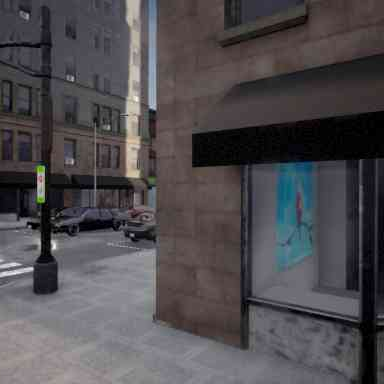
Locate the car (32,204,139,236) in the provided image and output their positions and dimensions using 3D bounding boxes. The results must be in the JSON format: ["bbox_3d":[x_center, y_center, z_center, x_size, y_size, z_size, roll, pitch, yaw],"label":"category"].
[{"bbox_3d":[-5.761,1.553,18.798,2.033,1.411,5.357,0,0,35],"label":"car"}]

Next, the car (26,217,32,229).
[{"bbox_3d":[-7.786,1.563,20.329,1.947,1.339,4.313,0,0,35],"label":"car"}]

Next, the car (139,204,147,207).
[{"bbox_3d":[-4.495,1.583,24.961,1.802,1.307,4.206,0,0,35],"label":"car"}]

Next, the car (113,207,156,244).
[{"bbox_3d":[-1.245,1.573,15.680,2.008,1.369,4.403,0,0,35],"label":"car"}]
